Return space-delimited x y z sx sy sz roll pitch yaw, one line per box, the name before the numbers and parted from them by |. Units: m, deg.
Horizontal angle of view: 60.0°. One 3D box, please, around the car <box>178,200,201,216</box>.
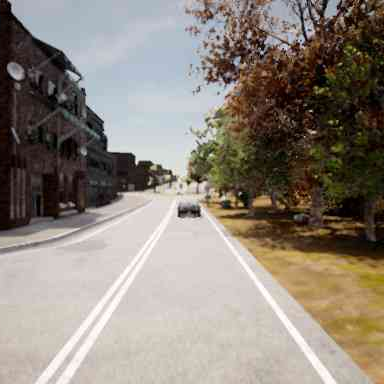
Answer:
car | -0.279 1.339 28.599 1.895 1.301 4.718 0 1 -2
